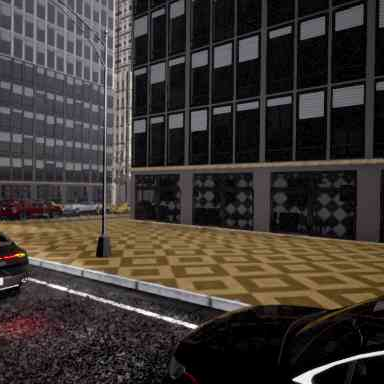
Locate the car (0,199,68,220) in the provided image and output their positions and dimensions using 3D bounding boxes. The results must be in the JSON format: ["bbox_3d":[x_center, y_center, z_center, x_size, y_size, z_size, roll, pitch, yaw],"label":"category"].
[{"bbox_3d":[-14.173,1.520,29.675,2.192,1.841,5.009,1,0,37],"label":"car"}]

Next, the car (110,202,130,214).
[{"bbox_3d":[-7.341,1.830,38.862,1.752,1.417,4.829,1,0,37],"label":"car"}]

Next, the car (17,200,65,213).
[{"bbox_3d":[-17.636,1.643,39.063,1.752,1.417,4.829,1,0,37],"label":"car"}]

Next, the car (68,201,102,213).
[{"bbox_3d":[-13.181,1.795,40.699,1.895,1.301,4.718,1,0,37],"label":"car"}]

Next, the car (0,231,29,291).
[{"bbox_3d":[-5.742,1.500,7.811,4.892,1.490,1.837,0,0,36],"label":"car"}]

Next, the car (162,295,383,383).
[{"bbox_3d":[1.974,1.505,2.267,4.892,1.490,1.837,0,0,36],"label":"car"}]
